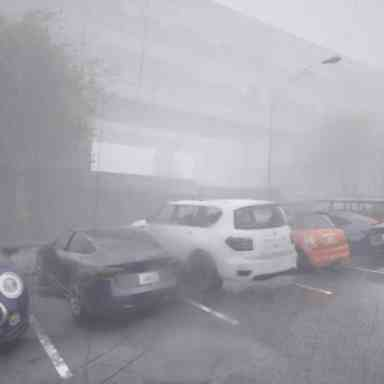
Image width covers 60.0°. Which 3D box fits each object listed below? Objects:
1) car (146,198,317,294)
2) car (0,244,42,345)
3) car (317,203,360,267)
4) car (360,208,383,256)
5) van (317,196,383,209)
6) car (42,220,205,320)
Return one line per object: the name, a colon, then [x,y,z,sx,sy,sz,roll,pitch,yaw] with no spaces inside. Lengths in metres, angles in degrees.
car: [0.192,1.202,9.138,2.435,2.045,5.566,0,0,-35]
car: [-4.357,1.355,5.897,2.185,1.767,4.553,0,0,-36]
car: [2.502,1.314,10.713,2.185,1.767,4.553,0,0,-36]
car: [4.740,1.456,12.383,2.163,1.488,4.792,0,0,-35]
van: [6.964,1.187,14.078,1.878,1.987,4.442,0,0,-36]
car: [-2.081,1.497,7.518,2.163,1.488,4.792,0,0,-36]
